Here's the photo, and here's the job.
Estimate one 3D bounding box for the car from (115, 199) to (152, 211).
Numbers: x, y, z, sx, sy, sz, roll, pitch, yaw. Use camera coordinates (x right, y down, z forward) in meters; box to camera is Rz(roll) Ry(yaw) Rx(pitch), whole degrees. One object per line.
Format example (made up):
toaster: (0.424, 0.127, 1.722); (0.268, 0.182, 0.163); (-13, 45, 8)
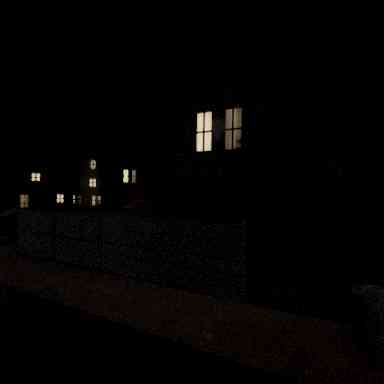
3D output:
car: (-4.714, 1.700, 31.191); (2.150, 2.045, 5.566); (2, 0, 36)

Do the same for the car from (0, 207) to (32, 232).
car: (-11.429, 1.759, 22.054); (1.812, 1.442, 4.674); (2, 0, 36)
